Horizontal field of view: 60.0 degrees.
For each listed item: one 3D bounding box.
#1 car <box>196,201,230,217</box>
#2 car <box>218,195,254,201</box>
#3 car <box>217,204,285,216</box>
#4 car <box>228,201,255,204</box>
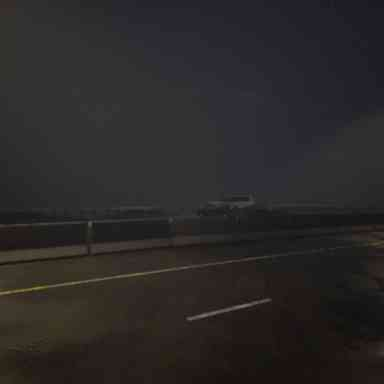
[{"bbox_3d":[2.728,1.724,30.076,4.718,1.301,1.895,1,0,-29],"label":"car"},{"bbox_3d":[4.036,1.370,34.734,5.566,2.045,2.150,1,0,-27],"label":"car"},{"bbox_3d":[4.420,1.712,23.026,4.718,1.301,1.895,1,0,-29],"label":"car"},{"bbox_3d":[5.451,1.699,27.533,4.181,1.385,1.994,1,0,-28],"label":"car"}]
